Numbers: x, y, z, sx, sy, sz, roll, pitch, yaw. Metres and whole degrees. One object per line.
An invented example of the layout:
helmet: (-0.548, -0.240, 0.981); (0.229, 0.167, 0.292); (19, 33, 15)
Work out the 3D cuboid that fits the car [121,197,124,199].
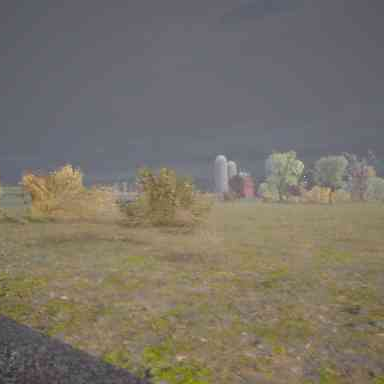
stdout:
car: (-13.662, 1.682, 68.394); (1.812, 1.442, 4.674); (-1, -1, 36)
